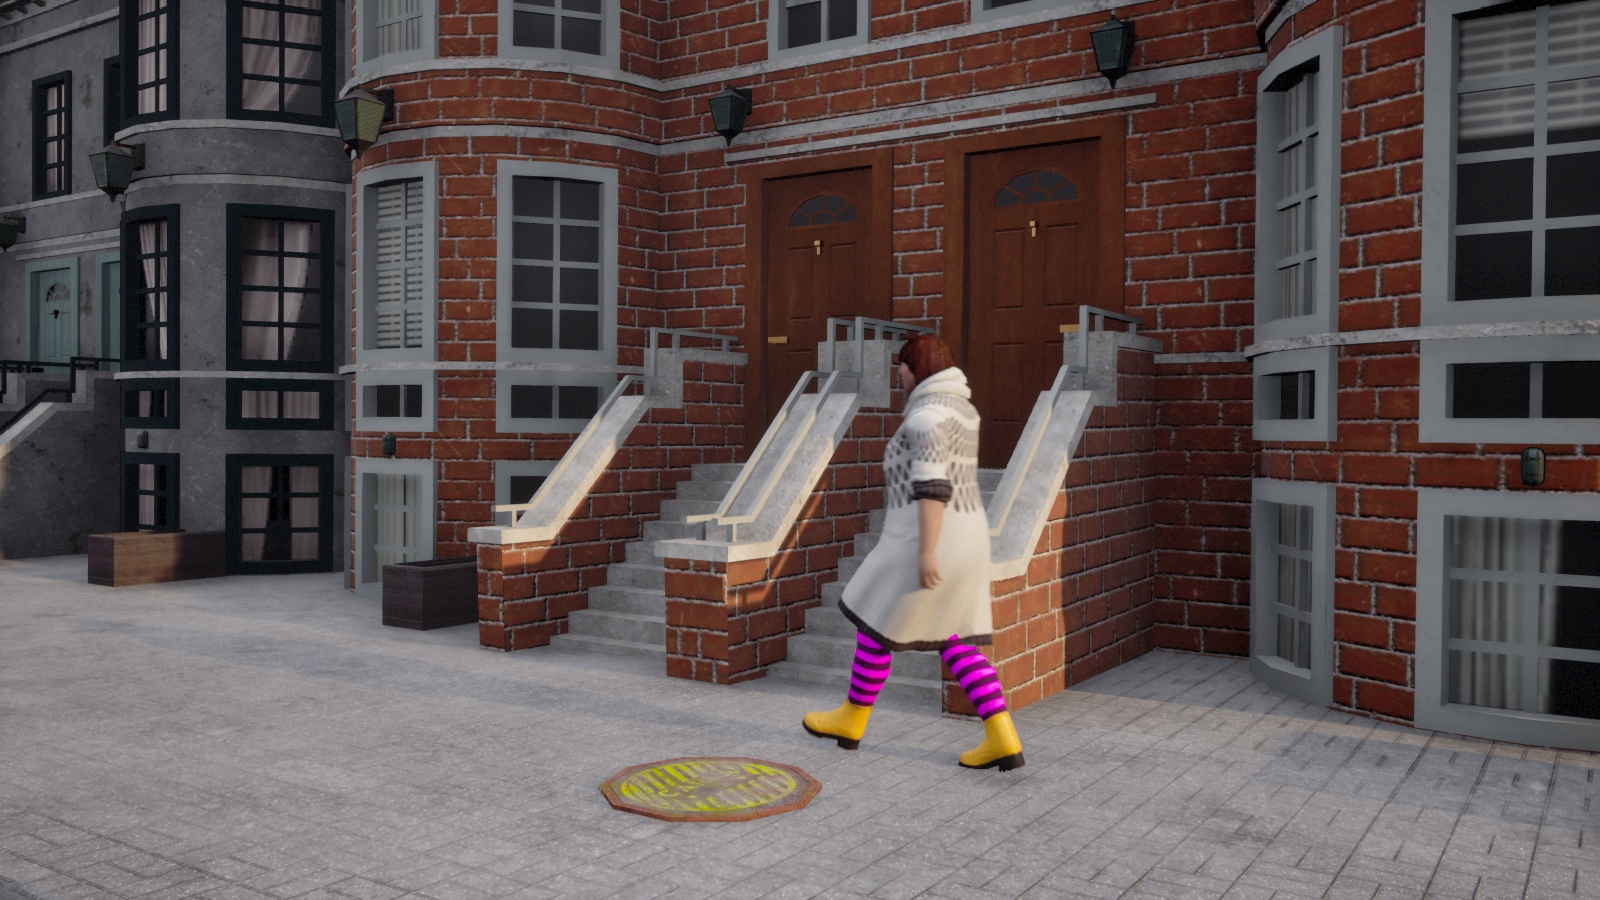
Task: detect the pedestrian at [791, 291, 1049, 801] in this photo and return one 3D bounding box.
[{"bbox_3d":[0.514,0.364,5.298,0.873,1.952,0.659,0,1,31],"label":"pedestrian"}]
